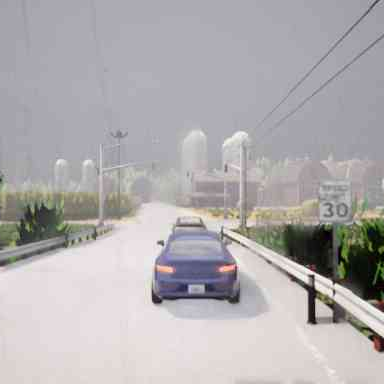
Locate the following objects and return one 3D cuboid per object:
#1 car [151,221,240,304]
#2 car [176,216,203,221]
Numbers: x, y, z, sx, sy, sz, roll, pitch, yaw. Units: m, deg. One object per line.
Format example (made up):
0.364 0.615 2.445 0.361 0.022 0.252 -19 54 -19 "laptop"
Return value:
0.067 1.661 8.326 1.812 1.442 4.674 0 -2 0 "car"
-0.158 2.093 18.251 2.128 1.511 4.902 0 -4 -2 "car"
